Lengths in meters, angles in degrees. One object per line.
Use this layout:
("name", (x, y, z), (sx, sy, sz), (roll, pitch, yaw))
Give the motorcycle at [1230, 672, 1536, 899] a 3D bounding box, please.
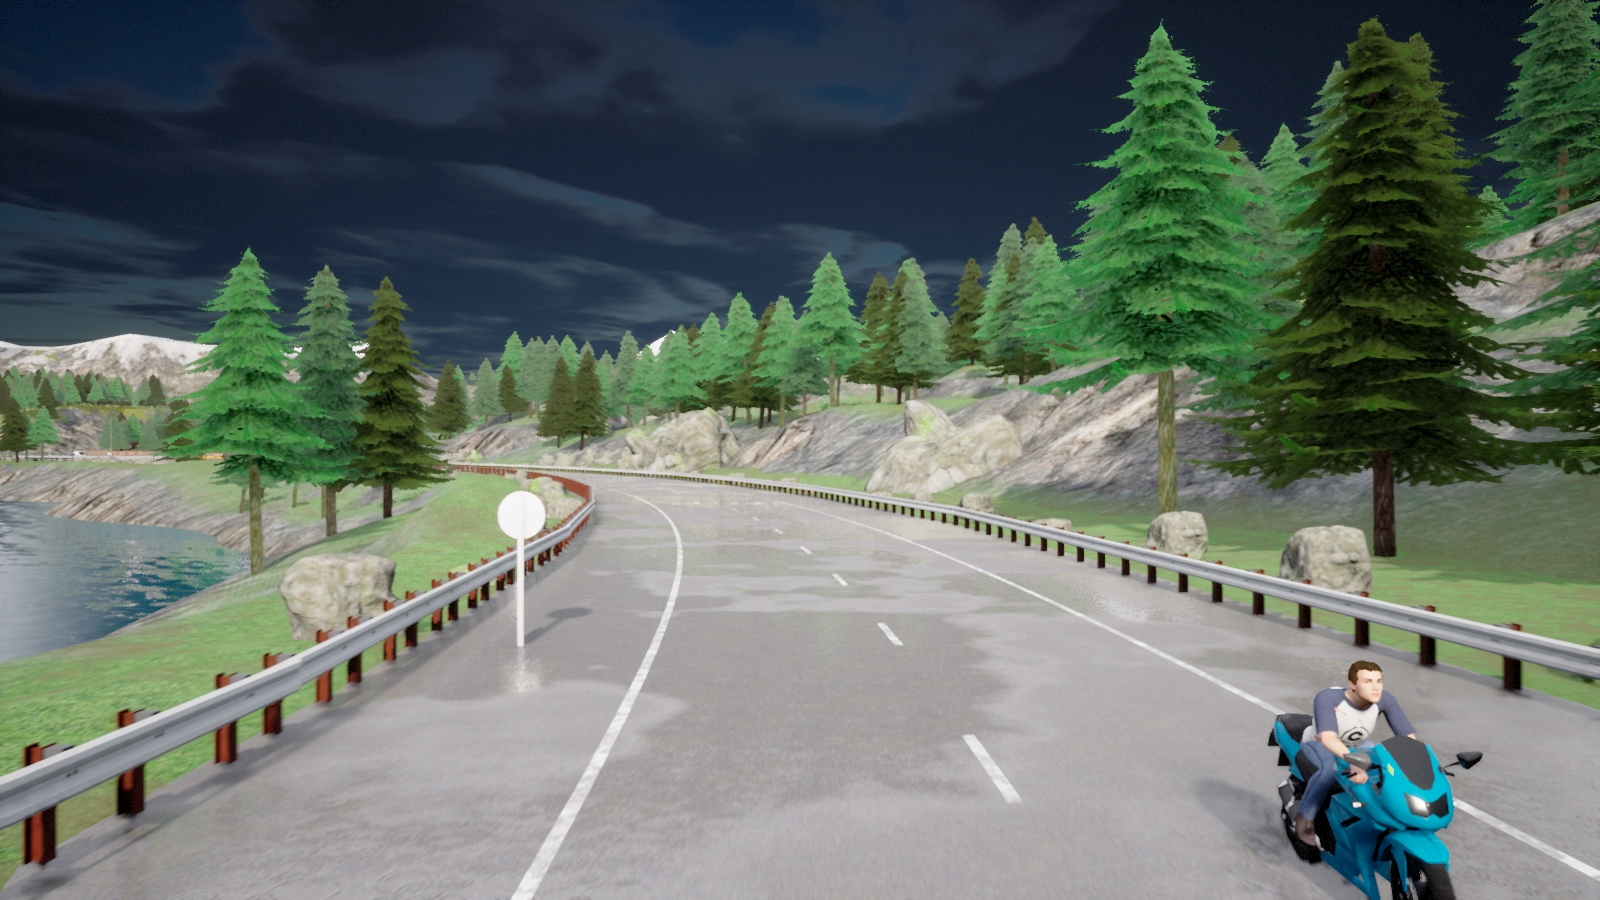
("motorcycle", (3.449, 2.177, 7.022), (0.803, 1.217, 2.033), (0, 0, -1))
